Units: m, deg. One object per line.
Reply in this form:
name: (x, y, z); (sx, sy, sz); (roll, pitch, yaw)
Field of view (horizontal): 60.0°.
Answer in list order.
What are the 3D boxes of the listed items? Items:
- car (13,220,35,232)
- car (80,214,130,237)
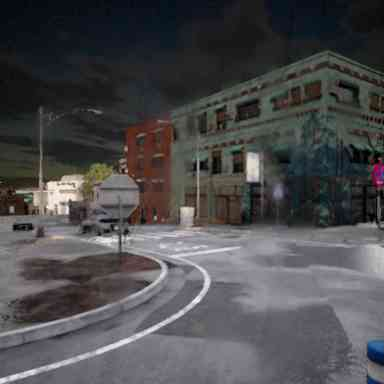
car: (-21.852, 4.364, 43.013); (2.033, 1.411, 5.357); (0, -5, -36)
car: (-5.633, 2.072, 21.232); (1.994, 1.385, 4.181); (0, -4, -37)
